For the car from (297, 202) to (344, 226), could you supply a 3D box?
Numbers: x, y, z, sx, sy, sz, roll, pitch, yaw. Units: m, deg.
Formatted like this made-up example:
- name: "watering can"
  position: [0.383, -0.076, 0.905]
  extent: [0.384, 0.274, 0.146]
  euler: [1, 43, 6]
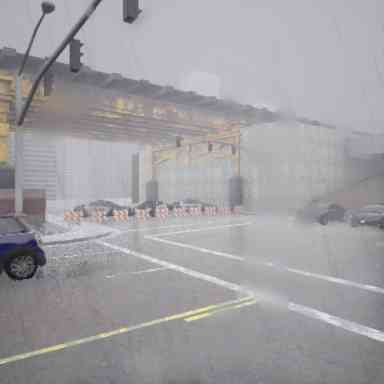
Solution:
- name: "car"
  position: [9.236, 1.509, 23.397]
  extent: [4.892, 1.490, 1.837]
  euler: [1, -1, -42]

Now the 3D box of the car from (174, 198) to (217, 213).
- name: "car"
  position: [0.076, 1.297, 35.251]
  extent: [4.536, 1.218, 1.853]
  euler: [0, 0, -7]

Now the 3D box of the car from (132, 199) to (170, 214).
- name: "car"
  position: [-3.765, 1.297, 31.546]
  extent: [1.853, 1.218, 4.536]
  euler: [0, 0, 18]

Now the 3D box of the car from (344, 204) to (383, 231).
- name: "car"
  position: [11.720, 1.509, 20.955]
  extent: [4.892, 1.490, 1.837]
  euler: [1, -1, -41]

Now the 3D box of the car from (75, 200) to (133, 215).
- name: "car"
  position: [-7.576, 1.296, 28.817]
  extent: [4.536, 1.218, 1.853]
  euler: [0, 0, 8]

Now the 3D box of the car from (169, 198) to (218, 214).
- name: "car"
  position: [0.127, 1.455, 35.258]
  extent: [4.974, 1.542, 2.038]
  euler: [0, 0, -7]

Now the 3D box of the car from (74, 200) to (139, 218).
- name: "car"
  position: [-7.525, 1.454, 28.810]
  extent: [4.974, 1.542, 2.038]
  euler: [0, 0, 8]

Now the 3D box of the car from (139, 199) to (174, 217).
- name: "car"
  position: [-3.781, 1.454, 31.497]
  extent: [2.038, 1.542, 4.974]
  euler: [0, 0, 18]

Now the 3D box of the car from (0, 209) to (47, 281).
- name: "car"
  position: [-6.156, 1.352, 8.231]
  extent: [4.553, 1.767, 2.097]
  euler: [0, 0, -36]
